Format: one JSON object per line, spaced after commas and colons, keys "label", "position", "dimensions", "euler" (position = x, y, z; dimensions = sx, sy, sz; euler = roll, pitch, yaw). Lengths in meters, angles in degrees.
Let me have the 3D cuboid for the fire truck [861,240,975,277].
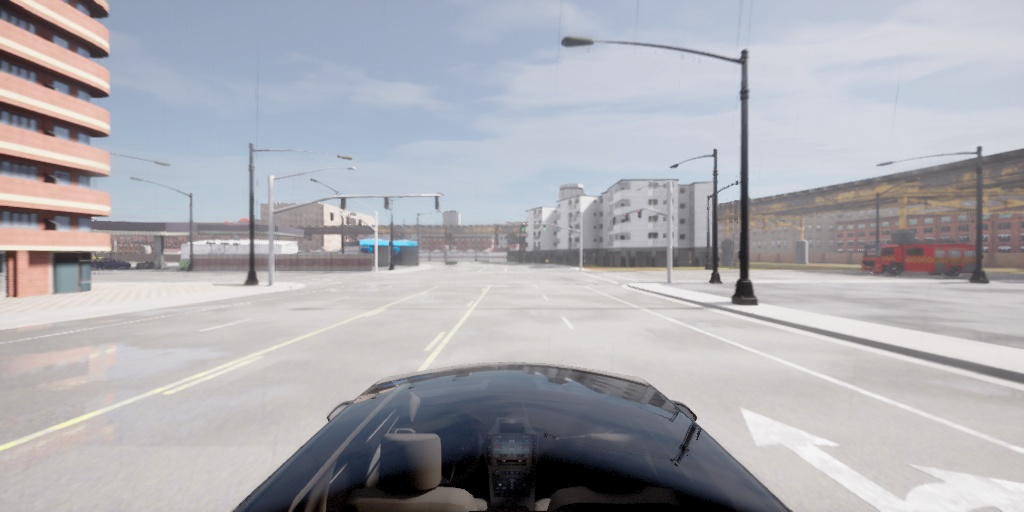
{"label": "fire truck", "position": [44.485, 0.243, 39.585], "dimensions": [8.468, 3.827, 2.891], "euler": [0, 0, 15]}
